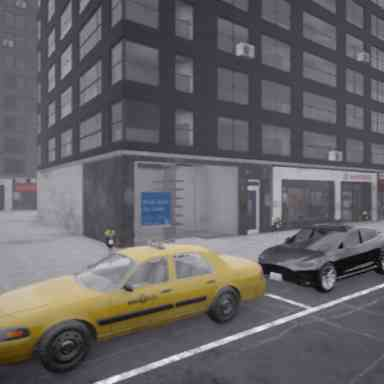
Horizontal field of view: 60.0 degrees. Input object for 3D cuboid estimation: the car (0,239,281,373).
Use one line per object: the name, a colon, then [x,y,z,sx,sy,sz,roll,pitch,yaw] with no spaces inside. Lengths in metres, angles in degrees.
car: [-0.843,1.520,5.598,4.829,1.417,1.752,0,0,-36]

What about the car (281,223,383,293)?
car: [3.687,1.547,8.856,4.313,1.339,1.947,0,0,-36]
